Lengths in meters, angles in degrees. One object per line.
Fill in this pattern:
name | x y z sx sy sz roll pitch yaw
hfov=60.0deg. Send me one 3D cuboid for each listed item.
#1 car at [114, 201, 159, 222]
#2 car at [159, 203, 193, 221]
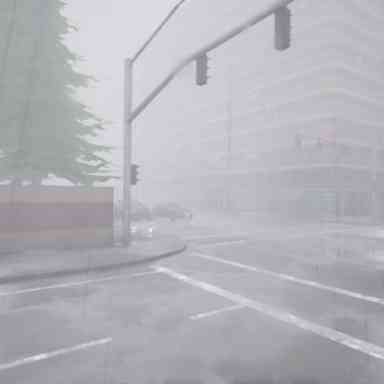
car | -5.059 1.535 28.170 2.097 1.767 4.553 1 0 -35
car | -1.784 1.712 29.587 2.128 1.511 4.902 1 0 -35
